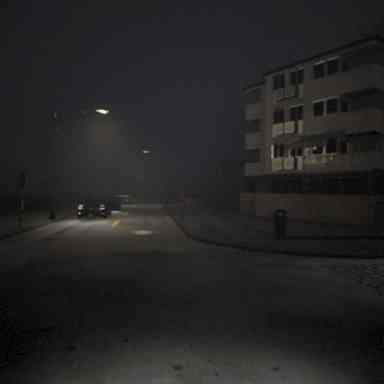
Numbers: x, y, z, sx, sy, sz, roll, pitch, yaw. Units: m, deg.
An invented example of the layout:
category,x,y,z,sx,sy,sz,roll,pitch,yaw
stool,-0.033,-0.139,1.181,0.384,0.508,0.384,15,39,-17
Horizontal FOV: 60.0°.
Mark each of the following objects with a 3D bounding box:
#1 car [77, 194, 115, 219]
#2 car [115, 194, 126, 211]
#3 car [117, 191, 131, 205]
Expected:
category,x,y,z,sx,sy,sz,roll,pitch,yaw
car,-7.642,1.117,26.441,2.097,1.767,4.553,1,0,-7
car,-8.912,1.250,36.795,2.033,1.411,5.357,1,0,-7
car,-10.665,0.837,51.363,2.150,2.045,5.566,1,0,-7
